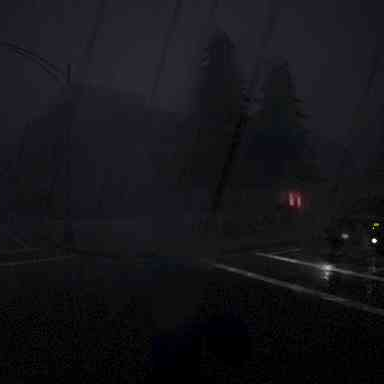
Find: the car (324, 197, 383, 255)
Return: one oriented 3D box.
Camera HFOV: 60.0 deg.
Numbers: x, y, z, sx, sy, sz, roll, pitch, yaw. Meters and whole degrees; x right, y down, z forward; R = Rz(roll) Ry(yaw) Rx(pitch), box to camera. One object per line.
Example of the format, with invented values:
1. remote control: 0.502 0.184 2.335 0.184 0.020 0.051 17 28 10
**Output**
1. car: 7.779 1.248 13.701 5.566 2.045 2.150 0 0 -36
